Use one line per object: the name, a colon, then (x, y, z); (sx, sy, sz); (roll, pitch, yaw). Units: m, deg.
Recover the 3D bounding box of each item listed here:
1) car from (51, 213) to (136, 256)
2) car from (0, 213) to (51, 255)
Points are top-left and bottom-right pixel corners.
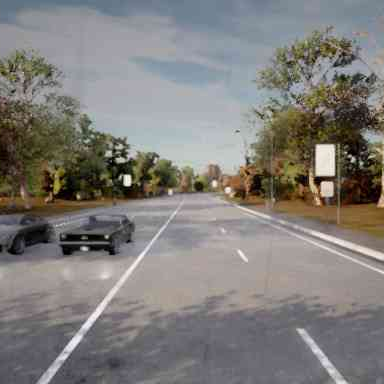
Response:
car: (-3.508, 1.556, 13.117); (1.895, 1.301, 4.718); (0, 0, 0)
car: (-7.011, 1.520, 12.898); (1.994, 1.385, 4.181); (0, 0, 0)
